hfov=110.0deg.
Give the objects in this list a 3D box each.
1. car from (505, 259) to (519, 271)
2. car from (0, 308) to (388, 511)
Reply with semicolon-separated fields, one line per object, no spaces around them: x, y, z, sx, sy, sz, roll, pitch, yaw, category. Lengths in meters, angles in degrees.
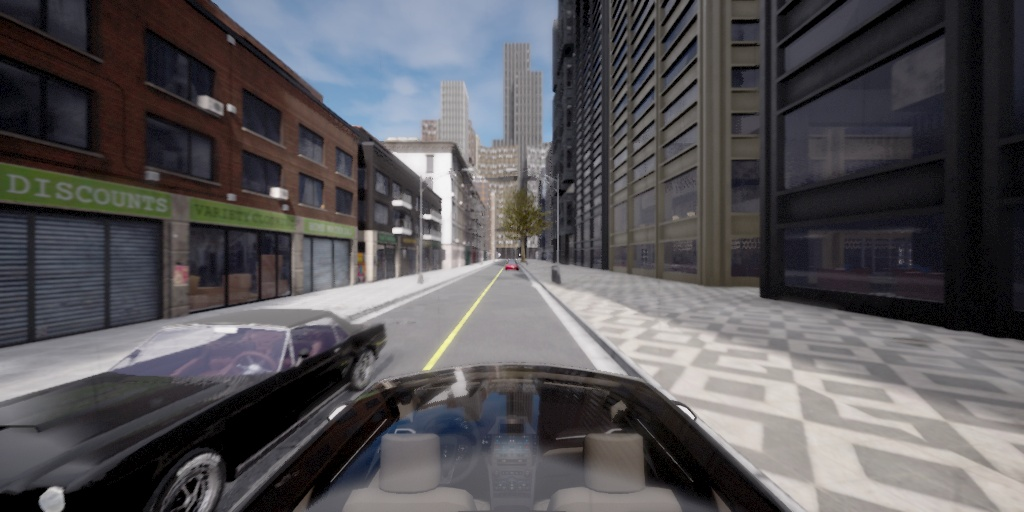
0.002;1.364;50.640;1.994;1.385;4.181;0;0;0;car
-3.091;1.352;3.997;1.895;1.301;4.718;0;0;0;car
